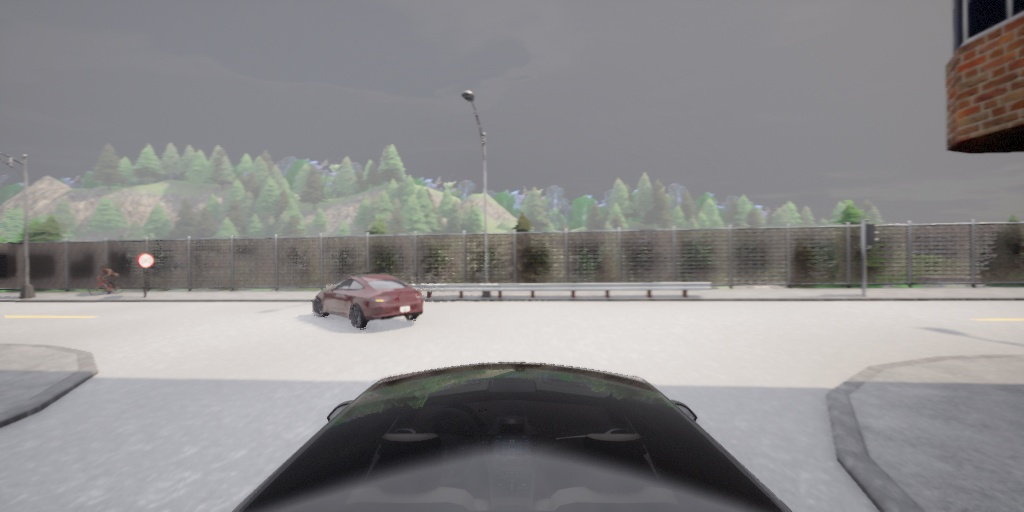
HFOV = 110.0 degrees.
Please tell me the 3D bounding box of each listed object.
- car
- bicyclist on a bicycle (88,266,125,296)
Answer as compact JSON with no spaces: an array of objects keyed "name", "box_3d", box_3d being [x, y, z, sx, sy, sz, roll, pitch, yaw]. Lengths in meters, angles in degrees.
[{"name":"car","box_3d":[-4.626,1.308,11.414,4.674,1.442,1.812,-1,0,43]},{"name":"bicyclist on a bicycle","box_3d":[-22.342,1.357,19.790,0.582,1.620,1.656,-1,0,6]}]
